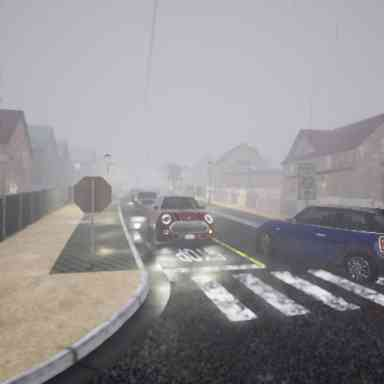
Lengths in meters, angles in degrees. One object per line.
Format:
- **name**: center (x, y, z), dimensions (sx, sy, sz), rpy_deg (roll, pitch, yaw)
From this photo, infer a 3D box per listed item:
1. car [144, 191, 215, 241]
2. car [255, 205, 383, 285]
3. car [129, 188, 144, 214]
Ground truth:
- **car**: center (-0.585, 0.905, 13.873), dimensions (2.097, 1.767, 4.553), rpy_deg (1, 2, -14)
- **car**: center (3.842, 1.135, 9.334), dimensions (2.097, 1.767, 4.553), rpy_deg (0, 2, -29)
- **car**: center (-3.211, 0.689, 23.657), dimensions (1.837, 1.490, 4.892), rpy_deg (1, 2, -13)
